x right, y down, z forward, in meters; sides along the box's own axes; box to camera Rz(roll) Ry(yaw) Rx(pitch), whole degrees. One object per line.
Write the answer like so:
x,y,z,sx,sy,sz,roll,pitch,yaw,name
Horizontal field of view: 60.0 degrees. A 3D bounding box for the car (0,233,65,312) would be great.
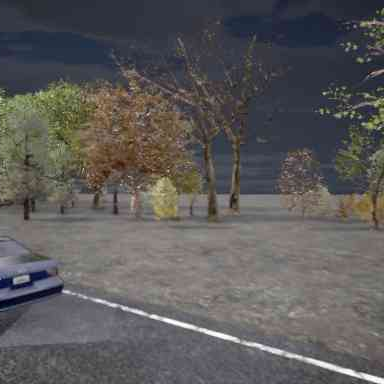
-5.031,1.583,7.273,5.357,1.411,2.033,0,0,35,car
